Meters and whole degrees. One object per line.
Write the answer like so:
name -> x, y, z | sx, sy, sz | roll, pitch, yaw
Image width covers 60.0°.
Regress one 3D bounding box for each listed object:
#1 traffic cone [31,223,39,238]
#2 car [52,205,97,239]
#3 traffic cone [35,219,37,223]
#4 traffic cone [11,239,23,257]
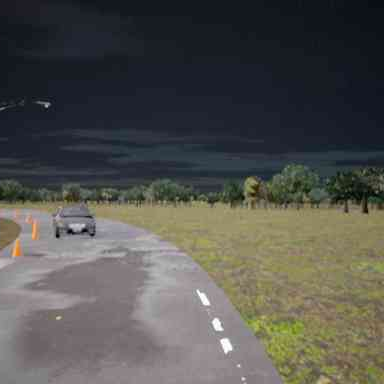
traffic cone -> -7.510, 1.907, 15.930 | 0.340, 0.580, 0.340 | 0, 0, -22
car -> -6.138, 1.450, 17.298 | 2.128, 1.511, 4.902 | 0, 0, -23
traffic cone -> -9.491, 1.901, 20.221 | 0.340, 0.580, 0.340 | 0, 0, -28
traffic cone -> -6.013, 1.916, 11.448 | 0.340, 0.580, 0.340 | 0, 0, -15
